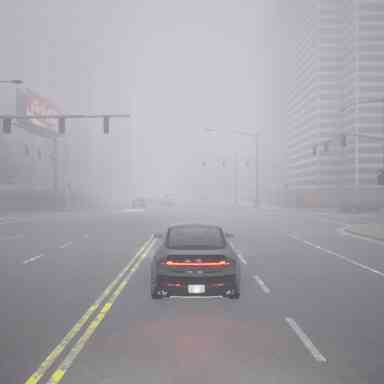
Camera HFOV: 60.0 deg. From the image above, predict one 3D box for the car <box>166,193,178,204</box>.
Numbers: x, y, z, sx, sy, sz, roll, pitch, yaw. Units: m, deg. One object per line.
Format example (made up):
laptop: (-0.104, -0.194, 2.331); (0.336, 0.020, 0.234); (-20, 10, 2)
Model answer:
car: (-3.977, 1.221, 61.278); (2.150, 2.045, 5.566); (0, 0, 0)

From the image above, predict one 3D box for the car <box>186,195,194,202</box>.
car: (-0.520, 1.595, 76.785); (1.895, 1.301, 4.718); (0, 0, 0)

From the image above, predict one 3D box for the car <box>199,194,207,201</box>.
car: (2.897, 1.355, 88.700); (2.097, 1.767, 4.553); (0, 0, 0)

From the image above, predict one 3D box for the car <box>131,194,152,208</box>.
car: (-7.424, 1.491, 47.721); (2.128, 1.511, 4.902); (0, 0, 0)

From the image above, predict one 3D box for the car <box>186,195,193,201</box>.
car: (-0.602, 1.524, 88.664); (1.812, 1.442, 4.674); (0, 0, 0)

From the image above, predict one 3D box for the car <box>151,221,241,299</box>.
car: (0.054, 1.505, 8.443); (1.837, 1.490, 4.892); (0, 0, -1)

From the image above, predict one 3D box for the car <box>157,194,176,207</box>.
car: (-3.927, 1.526, 51.699); (1.812, 1.442, 4.674); (0, 0, 0)

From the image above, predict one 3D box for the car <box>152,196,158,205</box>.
car: (-7.466, 1.601, 56.985); (1.895, 1.301, 4.718); (0, 0, 0)

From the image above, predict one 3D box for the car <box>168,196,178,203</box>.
car: (-3.983, 1.595, 71.324); (1.895, 1.301, 4.718); (0, 0, 0)

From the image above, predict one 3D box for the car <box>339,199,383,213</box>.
car: (18.438, 1.478, 35.660); (5.008, 1.535, 1.882); (0, 0, -1)
